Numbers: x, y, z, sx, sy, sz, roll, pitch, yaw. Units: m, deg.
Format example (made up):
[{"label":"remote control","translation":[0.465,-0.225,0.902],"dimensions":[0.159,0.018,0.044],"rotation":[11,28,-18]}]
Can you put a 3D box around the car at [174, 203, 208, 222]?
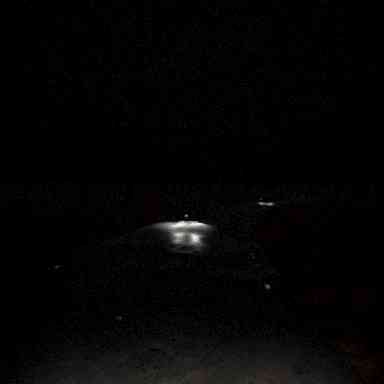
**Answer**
[{"label":"car","translation":[-0.002,1.551,26.351],"dimensions":[1.994,1.385,4.181],"rotation":[0,0,12]}]

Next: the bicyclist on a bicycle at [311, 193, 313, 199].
[{"label":"bicyclist on a bicycle","translation":[30.824,1.123,85.215],"dimensions":[0.582,1.620,1.656],"rotation":[1,1,25]}]

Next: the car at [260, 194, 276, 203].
[{"label":"car","translation":[14.650,1.251,63.979],"dimensions":[1.882,1.535,5.008],"rotation":[1,1,29]}]

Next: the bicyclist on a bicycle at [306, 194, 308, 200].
[{"label":"bicyclist on a bicycle","translation":[26.605,1.202,77.125],"dimensions":[0.582,1.620,1.656],"rotation":[1,1,29]}]
